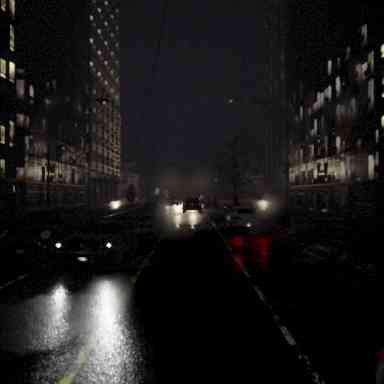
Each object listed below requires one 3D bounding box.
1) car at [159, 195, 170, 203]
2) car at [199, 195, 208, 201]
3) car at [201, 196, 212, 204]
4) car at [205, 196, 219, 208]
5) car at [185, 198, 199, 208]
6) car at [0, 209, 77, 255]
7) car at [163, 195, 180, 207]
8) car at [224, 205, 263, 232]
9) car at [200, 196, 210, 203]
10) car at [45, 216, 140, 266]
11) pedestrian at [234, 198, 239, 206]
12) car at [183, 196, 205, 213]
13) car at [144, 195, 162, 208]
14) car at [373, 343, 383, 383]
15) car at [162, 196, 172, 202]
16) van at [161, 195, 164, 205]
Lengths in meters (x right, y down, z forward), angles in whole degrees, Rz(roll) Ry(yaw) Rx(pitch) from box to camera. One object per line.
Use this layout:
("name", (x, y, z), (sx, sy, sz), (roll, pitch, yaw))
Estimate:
("car", (-5.673, 1.439, 69.896), (1.967, 1.590, 4.097), (0, 0, 0))
("car", (2.708, 1.547, 81.261), (2.008, 1.369, 4.403), (0, 0, 0))
("car", (2.706, 1.550, 64.186), (2.008, 1.369, 4.403), (0, 0, 0))
("car", (2.703, 1.442, 47.110), (1.967, 1.590, 4.097), (0, 0, 0))
("car", (0.016, 1.603, 48.028), (1.895, 1.301, 4.718), (0, 0, 0))
("car", (-5.684, 1.442, 12.974), (1.967, 1.590, 4.097), (0, 0, 0))
("car", (-3.061, 1.527, 52.708), (1.812, 1.442, 4.674), (0, 0, 0))
("car", (3.004, 1.529, 19.909), (1.812, 1.442, 4.674), (0, 0, 0))
("car", (2.706, 1.543, 69.877), (1.887, 1.381, 4.507), (0, 0, 0))
("car", (-3.098, 1.603, 11.659), (1.895, 1.301, 4.718), (0, 0, 0))
("pedestrian", (3.004, 1.297, 22.751), (0.375, 1.860, 0.375), (0, 0, -2))
("car", (0.052, 1.355, 37.038), (2.097, 1.767, 4.553), (0, 0, 1))
("car", (-5.678, 1.528, 46.957), (1.752, 1.417, 4.829), (0, 0, 0))
("car", (2.695, 1.441, 1.574), (1.967, 1.590, 4.097), (0, 0, 0))
("car", (-5.673, 1.548, 75.588), (2.008, 1.369, 4.403), (0, 0, 0))
("van", (-5.675, 1.342, 58.512), (1.690, 1.788, 3.998), (0, 0, 0))
